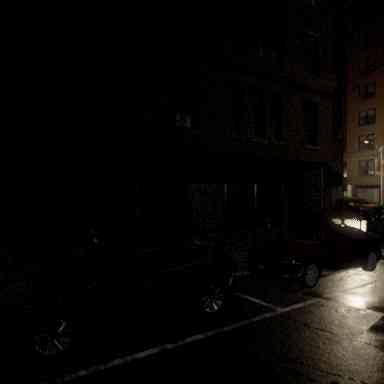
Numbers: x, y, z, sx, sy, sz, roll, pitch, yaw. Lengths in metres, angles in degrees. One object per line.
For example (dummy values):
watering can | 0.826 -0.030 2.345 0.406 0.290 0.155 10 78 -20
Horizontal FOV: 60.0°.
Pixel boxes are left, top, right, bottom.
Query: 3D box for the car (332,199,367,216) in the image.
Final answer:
car | 12.770 1.543 26.336 1.994 1.385 4.181 0 0 -32

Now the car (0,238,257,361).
car | -1.132 1.565 5.944 4.313 1.339 1.947 0 0 -35

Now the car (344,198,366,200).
car | 14.738 1.344 29.407 2.097 1.767 4.553 0 0 -36

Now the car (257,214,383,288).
car | 3.490 1.543 9.211 4.507 1.381 1.887 0 0 -35

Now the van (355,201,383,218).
van | 8.113 1.337 12.477 3.998 1.788 1.690 0 0 -35
